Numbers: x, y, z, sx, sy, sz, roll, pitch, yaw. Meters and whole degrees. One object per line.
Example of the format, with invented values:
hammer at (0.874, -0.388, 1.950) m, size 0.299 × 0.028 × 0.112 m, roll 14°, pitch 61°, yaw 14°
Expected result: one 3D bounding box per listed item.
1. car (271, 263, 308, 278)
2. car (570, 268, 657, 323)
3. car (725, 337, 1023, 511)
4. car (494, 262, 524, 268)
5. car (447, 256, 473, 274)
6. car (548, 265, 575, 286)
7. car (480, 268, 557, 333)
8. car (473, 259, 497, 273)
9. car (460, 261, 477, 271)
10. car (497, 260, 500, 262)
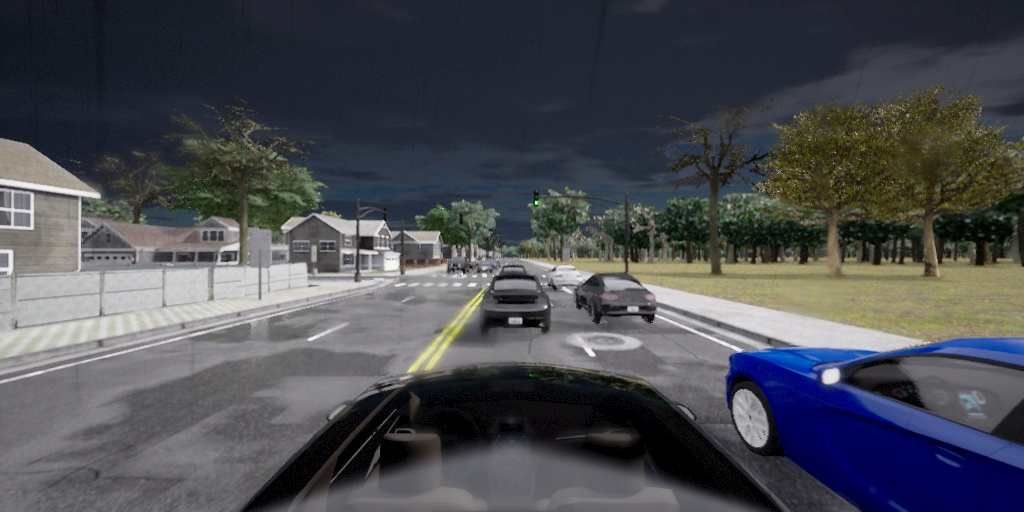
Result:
car at (-19.717, 1.335, 29.904) m, size 4.902 × 1.511 × 2.128 m, roll 0°, pitch 0°, yaw 0°
car at (3.346, 1.299, 12.194) m, size 1.812 × 1.442 × 4.674 m, roll 0°, pitch 0°, yaw 0°
car at (3.352, 1.229, 2.065) m, size 1.882 × 1.535 × 5.008 m, roll 0°, pitch 0°, yaw 0°
car at (0.092, 1.301, 22.404) m, size 1.837 × 1.490 × 4.892 m, roll 0°, pitch 0°, yaw 0°
car at (-6.560, 1.059, 44.238) m, size 2.150 × 2.045 × 5.566 m, roll 0°, pitch 0°, yaw 0°
car at (3.346, 1.323, 23.058) m, size 1.812 × 1.442 × 4.674 m, roll 0°, pitch 0°, yaw 0°
car at (0.095, 1.276, 10.868) m, size 1.837 × 1.490 × 4.892 m, roll 0°, pitch 0°, yaw 0°
car at (-3.317, 1.329, 44.568) m, size 2.128 × 1.511 × 4.902 m, roll 0°, pitch 0°, yaw -1°
car at (-6.540, 1.451, 54.083) m, size 1.895 × 1.301 × 4.718 m, roll 0°, pitch 0°, yaw 0°
car at (-3.287, 1.203, 54.530) m, size 2.097 × 1.767 × 4.553 m, roll 0°, pitch 0°, yaw 0°
